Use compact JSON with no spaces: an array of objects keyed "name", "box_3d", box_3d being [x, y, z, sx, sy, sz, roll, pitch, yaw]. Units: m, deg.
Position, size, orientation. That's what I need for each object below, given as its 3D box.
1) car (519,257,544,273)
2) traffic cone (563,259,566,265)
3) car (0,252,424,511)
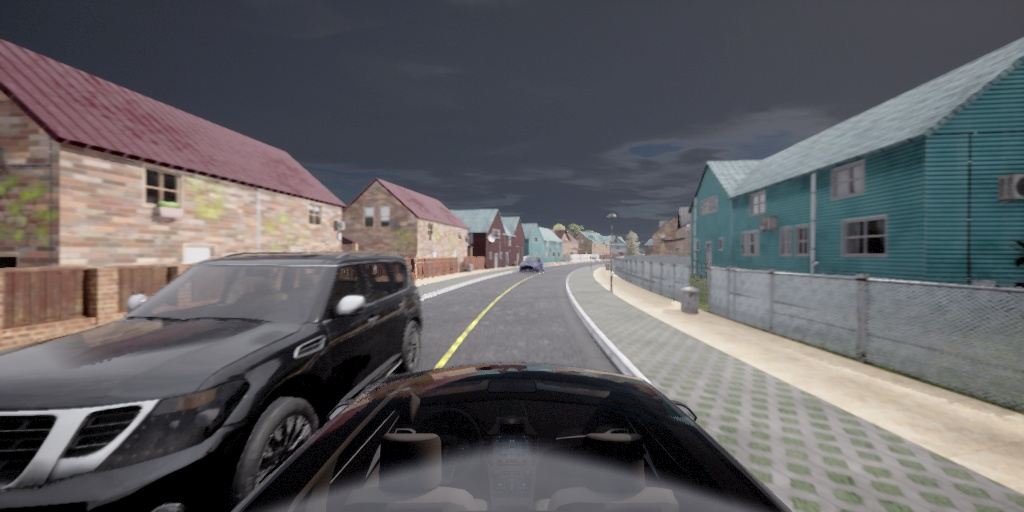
[{"name":"car","box_3d":[2.190,0.913,40.074,2.097,1.767,4.553,0,1,15]},{"name":"traffic cone","box_3d":[9.115,1.337,63.799,0.340,0.580,0.340,0,0,23]},{"name":"car","box_3d":[-2.717,0.958,4.469,2.150,2.045,5.566,0,0,1]}]
